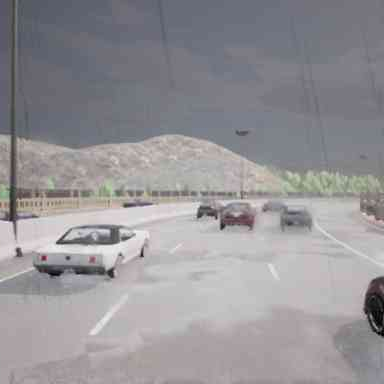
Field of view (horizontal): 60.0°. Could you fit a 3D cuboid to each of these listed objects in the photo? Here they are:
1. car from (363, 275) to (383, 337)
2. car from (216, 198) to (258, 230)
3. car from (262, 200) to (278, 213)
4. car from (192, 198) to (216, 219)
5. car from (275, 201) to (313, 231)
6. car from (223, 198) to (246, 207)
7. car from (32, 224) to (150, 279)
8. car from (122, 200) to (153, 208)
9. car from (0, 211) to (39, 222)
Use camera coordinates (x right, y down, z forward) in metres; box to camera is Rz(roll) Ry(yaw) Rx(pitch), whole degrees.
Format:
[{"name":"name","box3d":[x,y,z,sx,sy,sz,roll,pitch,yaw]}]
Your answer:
[{"name":"car","box3d":[3.856,1.596,4.018,1.994,1.385,4.181,0,0,3]},{"name":"car","box3d":[3.191,1.432,21.976,2.097,1.767,4.553,0,0,14]},{"name":"car","box3d":[9.807,1.713,39.679,2.033,1.411,5.357,0,0,27]},{"name":"car","box3d":[1.831,1.600,29.592,1.837,1.490,4.892,0,0,18]},{"name":"car","box3d":[6.632,1.588,21.418,2.128,1.511,4.902,0,0,15]},{"name":"car","box3d":[7.296,1.760,56.333,1.837,1.490,4.892,0,0,35]},{"name":"car","box3d":[-2.665,1.617,10.132,1.895,1.301,4.718,0,0,6]},{"name":"car","box3d":[-7.303,1.693,44.786,1.895,1.301,4.718,0,0,25]},{"name":"car","box3d":[-9.034,1.601,16.213,1.895,1.301,4.718,0,0,10]}]
